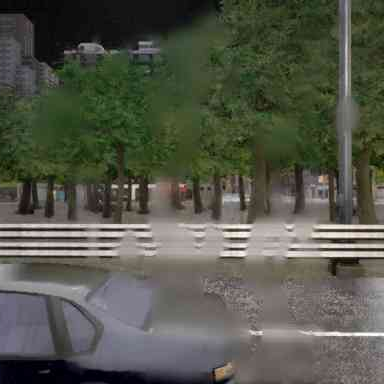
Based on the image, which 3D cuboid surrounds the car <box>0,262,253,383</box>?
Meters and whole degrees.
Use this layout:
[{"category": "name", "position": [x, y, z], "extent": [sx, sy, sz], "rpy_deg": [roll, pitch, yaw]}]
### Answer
[{"category": "car", "position": [-2.104, 1.547, 3.619], "extent": [5.357, 1.411, 2.033], "rpy_deg": [0, 0, 1]}]
